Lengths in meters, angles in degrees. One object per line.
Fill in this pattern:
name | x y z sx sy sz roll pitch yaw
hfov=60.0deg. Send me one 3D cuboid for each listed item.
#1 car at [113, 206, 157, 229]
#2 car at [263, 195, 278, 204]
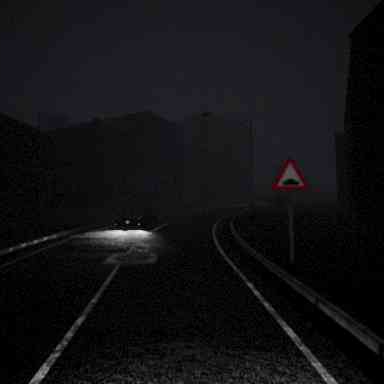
car | -3.605 1.592 21.659 1.994 1.385 4.181 -1 0 7
car | 14.370 1.332 58.785 4.674 1.442 1.812 -1 -3 -44
